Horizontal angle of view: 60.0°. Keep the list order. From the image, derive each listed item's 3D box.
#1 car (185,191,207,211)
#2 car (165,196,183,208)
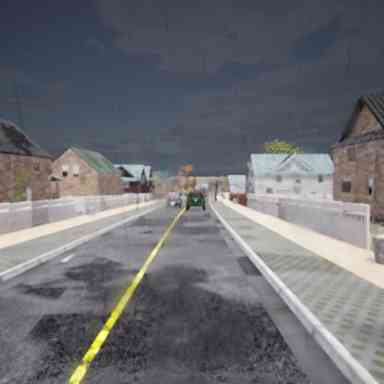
[{"bbox_3d":[0.452,0.956,37.091,2.150,2.045,5.566,0,0,2],"label":"car"},{"bbox_3d":[-2.194,1.199,41.312,2.128,1.511,4.902,0,0,2],"label":"car"}]
